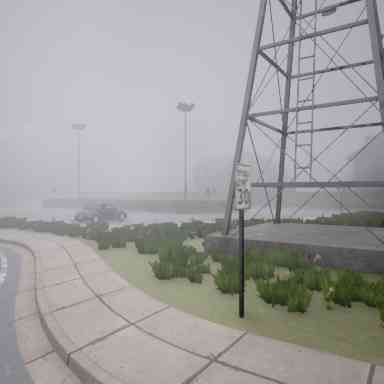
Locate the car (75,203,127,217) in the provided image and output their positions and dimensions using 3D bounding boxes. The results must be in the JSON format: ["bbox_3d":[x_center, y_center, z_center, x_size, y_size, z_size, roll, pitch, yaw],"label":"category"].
[{"bbox_3d":[-6.759,1.521,25.007,1.784,1.438,3.905,0,0,34],"label":"car"}]
